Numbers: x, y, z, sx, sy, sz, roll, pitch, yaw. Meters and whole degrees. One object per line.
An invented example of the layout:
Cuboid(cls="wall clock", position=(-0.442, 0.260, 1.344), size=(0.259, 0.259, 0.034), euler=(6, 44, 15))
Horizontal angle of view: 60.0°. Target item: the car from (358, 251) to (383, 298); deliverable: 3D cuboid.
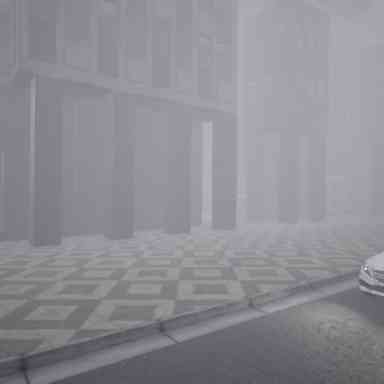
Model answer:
Cuboid(cls="car", position=(5.609, 1.528, 7.396), size=(4.674, 1.442, 1.812), euler=(0, 0, -36))
